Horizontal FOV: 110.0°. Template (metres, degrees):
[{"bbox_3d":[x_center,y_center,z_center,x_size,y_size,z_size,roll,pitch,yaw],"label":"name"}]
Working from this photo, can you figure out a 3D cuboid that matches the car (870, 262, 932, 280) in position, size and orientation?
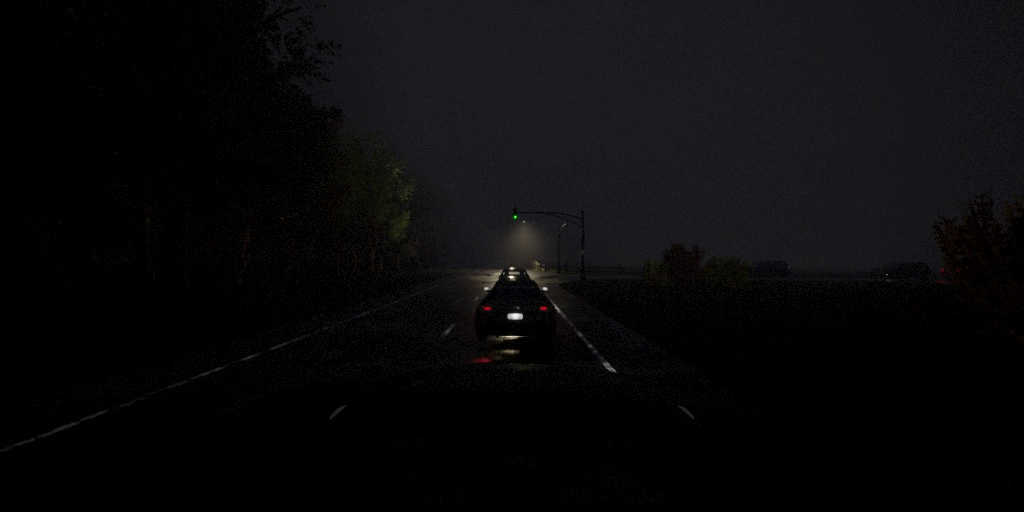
[{"bbox_3d":[44.671,1.697,41.235,5.566,2.045,2.150,1,-1,0],"label":"car"}]

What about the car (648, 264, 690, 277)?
[{"bbox_3d":[18.057,1.677,41.426,4.902,1.511,2.128,1,-1,1],"label":"car"}]

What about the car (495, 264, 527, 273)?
[{"bbox_3d":[0.126,1.386,20.084,2.033,1.411,5.357,0,0,0],"label":"car"}]

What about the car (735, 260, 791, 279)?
[{"bbox_3d":[28.882,1.525,41.347,5.566,2.045,2.150,1,-1,1],"label":"car"}]

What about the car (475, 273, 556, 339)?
[{"bbox_3d":[0.105,1.354,10.188,1.994,1.385,4.181,0,0,1],"label":"car"}]

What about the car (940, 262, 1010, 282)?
[{"bbox_3d":[48.600,1.663,37.631,5.566,2.045,2.150,1,-1,0],"label":"car"}]
